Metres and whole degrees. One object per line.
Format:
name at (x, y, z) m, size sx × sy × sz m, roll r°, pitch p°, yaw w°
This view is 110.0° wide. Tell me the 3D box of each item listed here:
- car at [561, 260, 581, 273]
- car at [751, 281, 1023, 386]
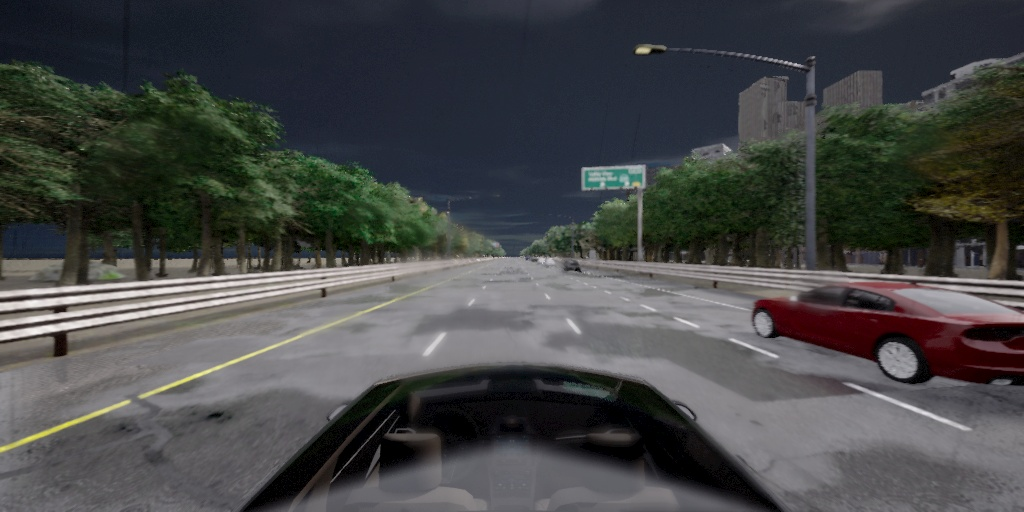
car at (7.060, 1.248, 43.096) m, size 1.837 × 1.490 × 4.892 m, roll 0°, pitch 0°, yaw 0°
car at (6.999, 1.235, 7.078) m, size 1.882 × 1.535 × 5.008 m, roll 0°, pitch 0°, yaw 0°
